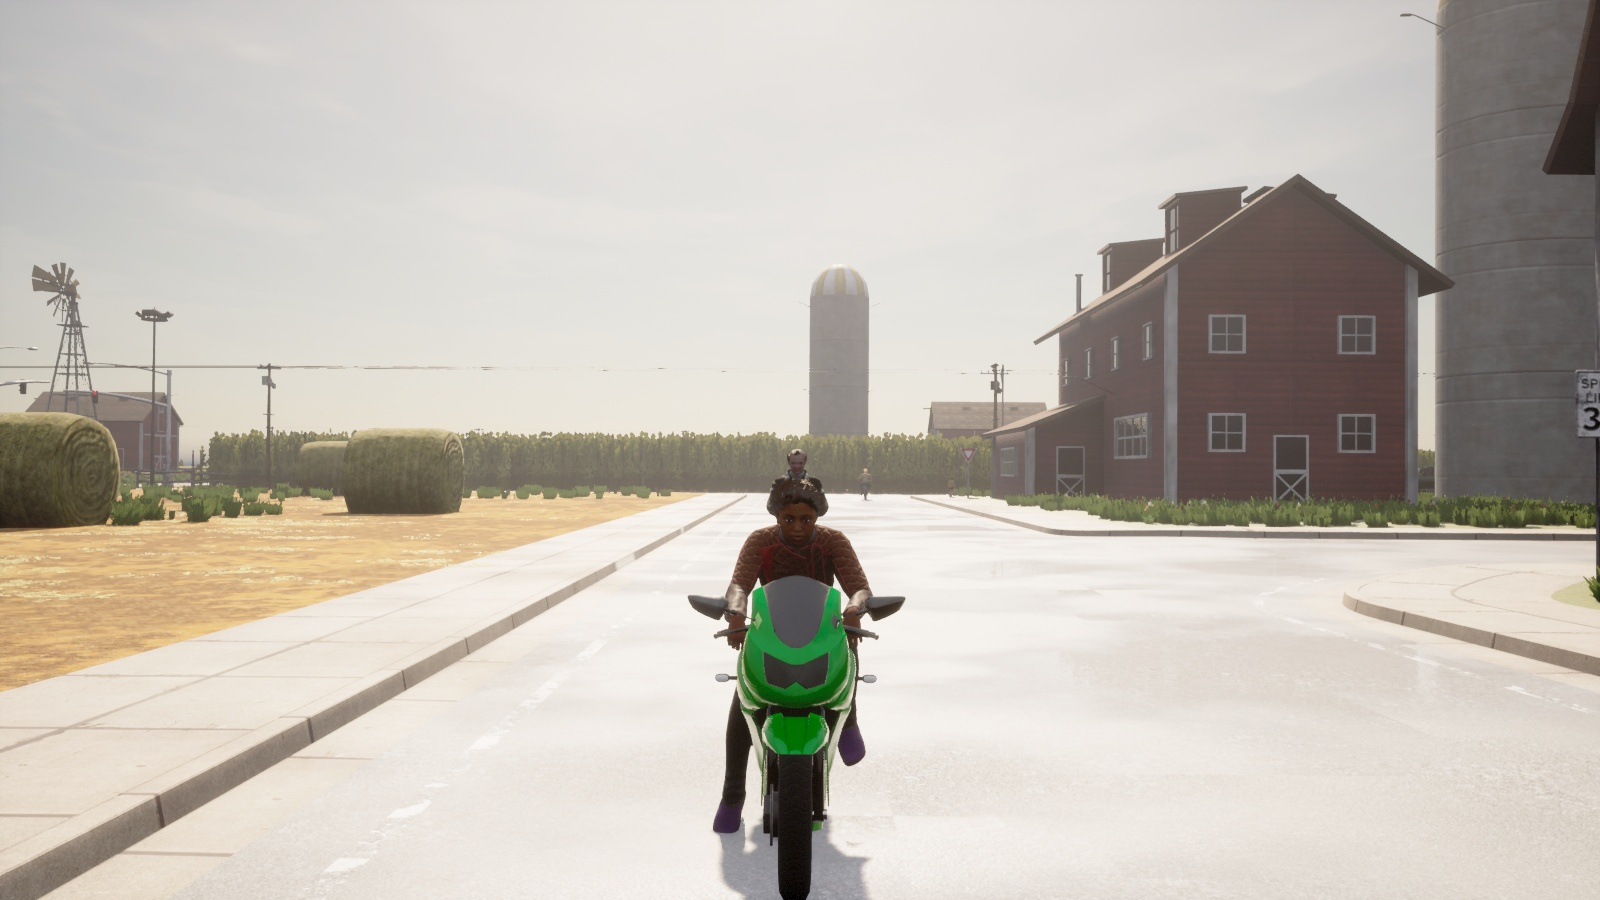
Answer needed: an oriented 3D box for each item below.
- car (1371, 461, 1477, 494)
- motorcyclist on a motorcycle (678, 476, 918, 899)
[{"bbox_3d":[39.113,1.728,78.790,5.566,2.045,2.150,0,-1,1],"label":"car"},{"bbox_3d":[-0.009,0.878,5.209,0.797,1.523,2.044,0,-1,0],"label":"motorcyclist on a motorcycle"}]
